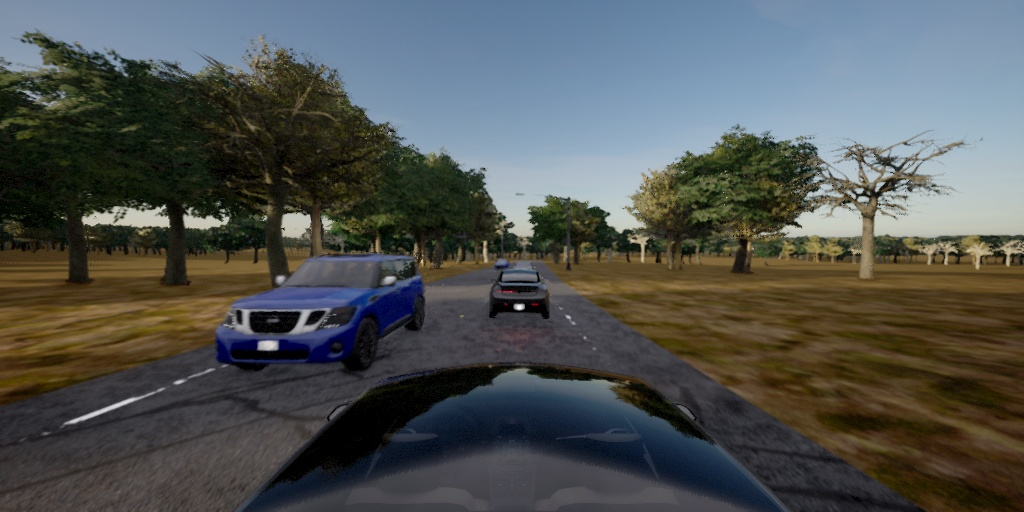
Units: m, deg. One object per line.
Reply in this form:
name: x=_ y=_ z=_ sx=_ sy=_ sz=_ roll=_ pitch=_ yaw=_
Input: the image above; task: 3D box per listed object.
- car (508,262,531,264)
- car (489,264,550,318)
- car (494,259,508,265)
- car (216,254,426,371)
car: x=1.051 y=1.242 z=31.635 sx=2.033 sy=1.411 sz=5.357 roll=1 pitch=0 yaw=3
car: x=0.263 y=1.199 z=12.584 sx=1.837 sy=1.490 sz=4.892 roll=1 pitch=0 yaw=1
car: x=-1.401 y=1.171 z=50.447 sx=1.882 sy=1.535 sz=5.008 roll=-1 pitch=1 yaw=4
car: x=-3.539 y=0.964 z=8.030 sx=2.150 sy=2.045 sz=5.566 roll=0 pitch=0 yaw=1
